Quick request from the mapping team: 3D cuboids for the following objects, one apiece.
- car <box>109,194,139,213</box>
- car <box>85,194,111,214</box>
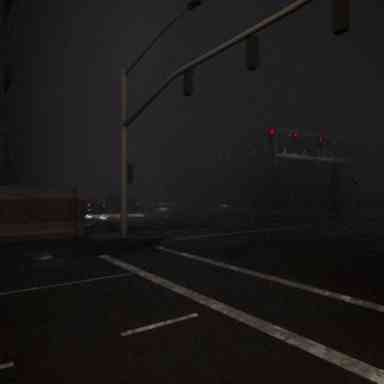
[{"bbox_3d":[-7.991,1.220,37.298,2.150,2.045,5.566,0,0,-36],"label":"car"},{"bbox_3d":[-10.738,1.350,35.127,2.097,1.767,4.553,0,0,-36],"label":"car"}]
